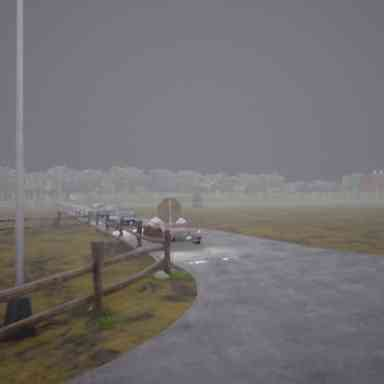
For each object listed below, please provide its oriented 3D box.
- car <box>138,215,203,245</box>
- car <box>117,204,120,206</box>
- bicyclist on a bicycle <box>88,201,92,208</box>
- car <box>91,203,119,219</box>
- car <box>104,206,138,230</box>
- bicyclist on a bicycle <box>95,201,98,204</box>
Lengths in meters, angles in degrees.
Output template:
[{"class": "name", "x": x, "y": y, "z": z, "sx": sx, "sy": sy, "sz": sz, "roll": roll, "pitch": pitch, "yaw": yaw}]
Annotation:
[{"class": "car", "x": -1.144, "y": 1.902, "z": 17.364, "sx": 1.812, "sy": 1.442, "sz": 4.674, "roll": -2, "pitch": -1, "yaw": -25}, {"class": "car", "x": -10.754, "y": 2.346, "z": 45.218, "sx": 2.128, "sy": 1.511, "sz": 4.902, "roll": -2, "pitch": 0, "yaw": -24}, {"class": "bicyclist on a bicycle", "x": -21.683, "y": 2.683, "z": 70.805, "sx": 0.866, "sy": 1.612, "sz": 1.509, "roll": -1, "pitch": 0, "yaw": -25}, {"class": "car", "x": -9.848, "y": 2.326, "z": 36.301, "sx": 2.033, "sy": 1.411, "sz": 5.357, "roll": -2, "pitch": 0, "yaw": -24}, {"class": "car", "x": -5.341, "y": 2.136, "z": 26.431, "sx": 1.994, "sy": 1.385, "sz": 4.181, "roll": -2, "pitch": 0, "yaw": -25}, {"class": "bicyclist on a bicycle", "x": -17.937, "y": 2.483, "z": 62.621, "sx": 0.659, "sy": 1.776, "sz": 1.843, "roll": -2, "pitch": 0, "yaw": -25}]
